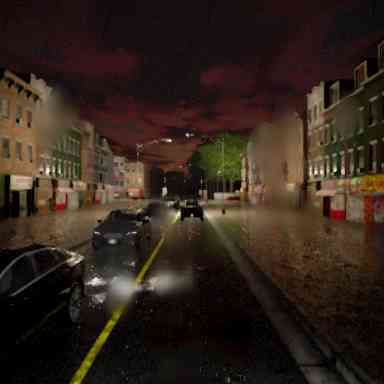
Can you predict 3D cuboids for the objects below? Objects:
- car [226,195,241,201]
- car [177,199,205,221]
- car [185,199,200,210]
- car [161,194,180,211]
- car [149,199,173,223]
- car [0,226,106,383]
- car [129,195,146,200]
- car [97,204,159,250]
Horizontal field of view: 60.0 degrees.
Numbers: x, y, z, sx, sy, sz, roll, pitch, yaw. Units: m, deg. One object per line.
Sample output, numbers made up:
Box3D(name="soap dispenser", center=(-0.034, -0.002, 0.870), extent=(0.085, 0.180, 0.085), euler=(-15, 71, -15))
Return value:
Box3D(name="car", center=(11.718, 1.606, 89.316), extent=(5.009, 1.841, 2.192), euler=(1, -1, 0))
Box3D(name="car", center=(0.020, 1.533, 27.599), extent=(1.837, 1.490, 4.892), euler=(0, 0, 0))
Box3D(name="car", center=(0.069, 1.618, 44.500), extent=(1.994, 1.385, 4.181), euler=(0, 0, 0))
Box3D(name="car", center=(-2.757, 1.274, 42.957), extent=(2.150, 2.045, 5.566), euler=(0, 0, 0))
Box3D(name="car", center=(-2.788, 1.552, 25.971), extent=(1.812, 1.442, 4.674), euler=(0, 0, 1))
Box3D(name="car", center=(-2.849, 1.493, 4.242), extent=(2.128, 1.511, 4.902), euler=(0, 0, 0))
Box3D(name="car", center=(-14.714, 1.551, 89.404), extent=(4.507, 1.381, 1.887), euler=(1, -1, 0))
Box3D(name="car", center=(-2.845, 1.501, 14.346), extent=(2.128, 1.511, 4.902), euler=(0, 0, 0))
